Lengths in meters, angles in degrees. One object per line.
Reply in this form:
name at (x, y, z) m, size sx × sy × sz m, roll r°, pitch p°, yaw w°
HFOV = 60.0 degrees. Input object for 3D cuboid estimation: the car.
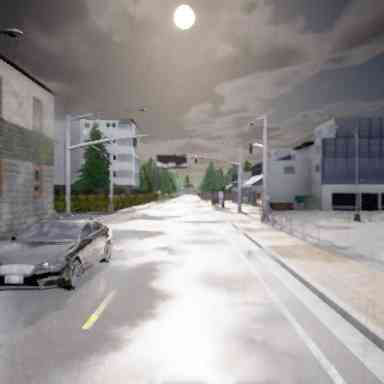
car at (-3.543, 1.489, 9.122) m, size 2.128 × 1.511 × 4.902 m, roll 0°, pitch 0°, yaw 0°
